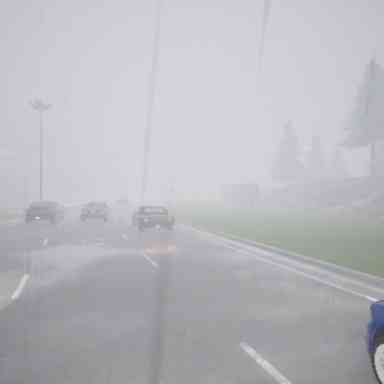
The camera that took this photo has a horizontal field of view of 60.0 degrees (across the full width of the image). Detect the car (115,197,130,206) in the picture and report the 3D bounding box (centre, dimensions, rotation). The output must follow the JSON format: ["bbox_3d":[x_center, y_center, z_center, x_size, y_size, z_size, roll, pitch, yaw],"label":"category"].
[{"bbox_3d":[-10.611,1.389,51.173,1.895,1.301,4.718,0,0,-7],"label":"car"}]

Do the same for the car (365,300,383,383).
[{"bbox_3d":[3.300,1.470,2.058,1.882,1.535,5.008,1,0,-9],"label":"car"}]

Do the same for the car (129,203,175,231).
[{"bbox_3d":[-2.456,1.518,20.011,1.895,1.301,4.718,0,0,-16],"label":"car"}]

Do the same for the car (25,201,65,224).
[{"bbox_3d":[-10.465,1.403,23.908,1.837,1.490,4.892,0,0,-11],"label":"car"}]

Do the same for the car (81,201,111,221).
[{"bbox_3d":[-7.372,1.439,25.809,2.033,1.411,5.357,0,0,-9],"label":"car"}]
